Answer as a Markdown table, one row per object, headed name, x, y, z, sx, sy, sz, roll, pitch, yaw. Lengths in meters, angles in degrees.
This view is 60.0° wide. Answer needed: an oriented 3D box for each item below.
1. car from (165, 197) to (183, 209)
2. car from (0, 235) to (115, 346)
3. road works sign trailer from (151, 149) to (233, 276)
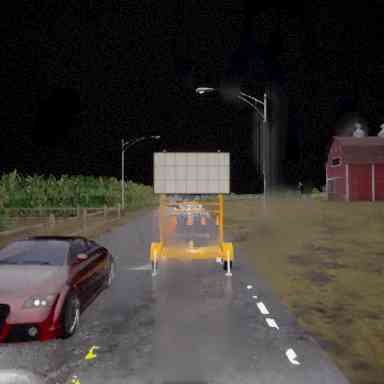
| name | x | y | z | sx | sy | sz | roll | pitch | yaw |
| --- | --- | --- | --- | --- | --- | --- | --- | --- | --- |
| car | -2.918 | 1.636 | 49.190 | 2.128 | 1.511 | 4.902 | 0 | 0 | 0 |
| car | -2.858 | 1.570 | 6.452 | 1.994 | 1.385 | 4.181 | 0 | 0 | 0 |
| road works sign trailer | -0.009 | 0.477 | 10.395 | 2.380 | 3.560 | 2.880 | 0 | 0 | 0 |
